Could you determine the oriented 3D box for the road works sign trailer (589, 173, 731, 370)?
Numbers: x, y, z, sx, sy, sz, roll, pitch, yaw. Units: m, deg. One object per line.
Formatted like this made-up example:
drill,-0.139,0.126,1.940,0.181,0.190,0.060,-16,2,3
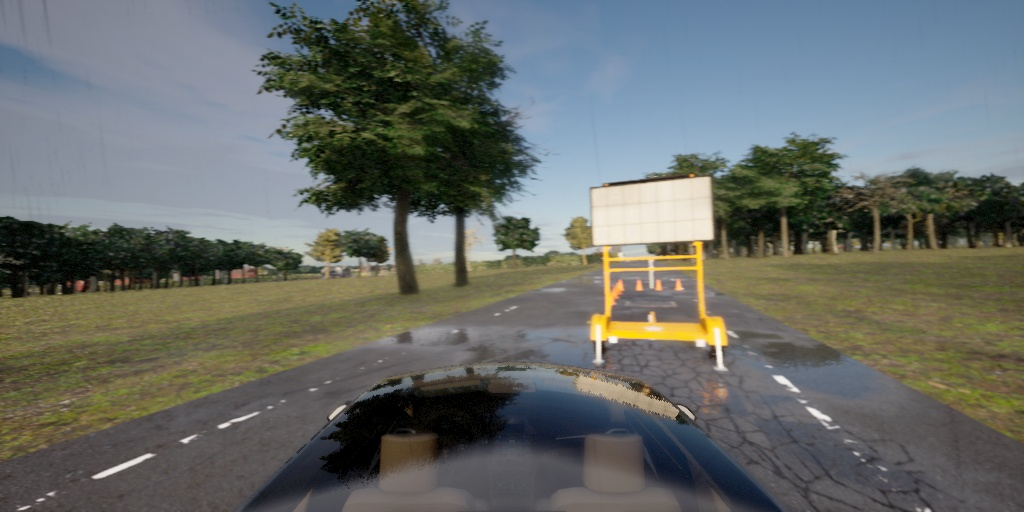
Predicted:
road works sign trailer,3.042,0.153,7.659,2.380,3.560,2.880,0,0,20
